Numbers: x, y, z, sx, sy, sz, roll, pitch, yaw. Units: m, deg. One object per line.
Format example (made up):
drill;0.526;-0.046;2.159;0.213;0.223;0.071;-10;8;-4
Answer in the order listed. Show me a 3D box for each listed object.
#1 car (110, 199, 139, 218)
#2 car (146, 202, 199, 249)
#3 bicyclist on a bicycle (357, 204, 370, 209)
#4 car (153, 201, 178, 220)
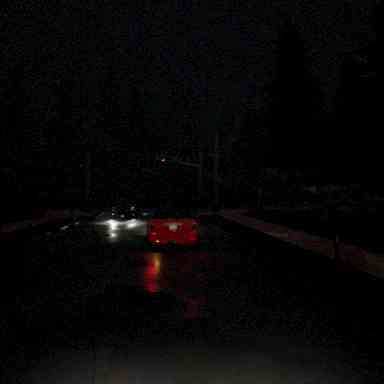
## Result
car;-5.898;1.403;29.438;2.097;1.767;4.553;0;0;-6
car;-0.931;1.365;14.786;2.097;1.767;4.553;0;0;-6
bicyclist on a bicycle;18.742;1.182;36.670;0.582;1.620;1.656;6;1;-6
car;-2.412;1.562;29.743;2.033;1.411;5.357;0;0;-6
